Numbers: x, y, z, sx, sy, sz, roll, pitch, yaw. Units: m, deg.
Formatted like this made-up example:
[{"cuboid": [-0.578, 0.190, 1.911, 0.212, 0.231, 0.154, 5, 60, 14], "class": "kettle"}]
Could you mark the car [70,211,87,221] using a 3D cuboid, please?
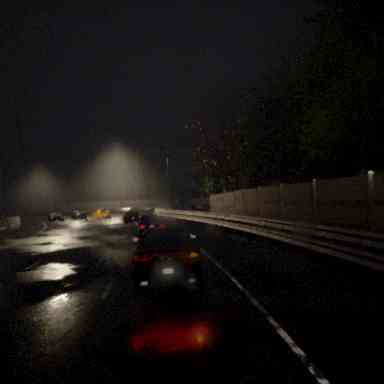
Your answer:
[{"cuboid": [-17.787, 3.675, 52.039, 2.128, 1.511, 4.902, -1, -2, -29], "class": "car"}]

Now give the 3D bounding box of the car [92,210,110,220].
[{"cuboid": [-14.713, 3.593, 53.720, 1.882, 1.535, 5.008, -1, -2, -29], "class": "car"}]

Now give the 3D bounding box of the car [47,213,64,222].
[{"cuboid": [-20.626, 3.835, 50.069, 1.895, 1.301, 4.718, -1, -2, -29], "class": "car"}]

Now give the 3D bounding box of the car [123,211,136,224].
[{"cuboid": [-7.245, 3.012, 40.044, 1.994, 1.385, 4.181, -2, -2, -15], "class": "car"}]

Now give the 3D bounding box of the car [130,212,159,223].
[{"cuboid": [-3.183, 2.398, 24.306, 2.033, 1.411, 5.357, -2, -2, -13], "class": "car"}]

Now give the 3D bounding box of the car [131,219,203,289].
[{"cuboid": [-0.840, 1.849, 10.468, 1.882, 1.535, 5.008, -2, -2, -6], "class": "car"}]
